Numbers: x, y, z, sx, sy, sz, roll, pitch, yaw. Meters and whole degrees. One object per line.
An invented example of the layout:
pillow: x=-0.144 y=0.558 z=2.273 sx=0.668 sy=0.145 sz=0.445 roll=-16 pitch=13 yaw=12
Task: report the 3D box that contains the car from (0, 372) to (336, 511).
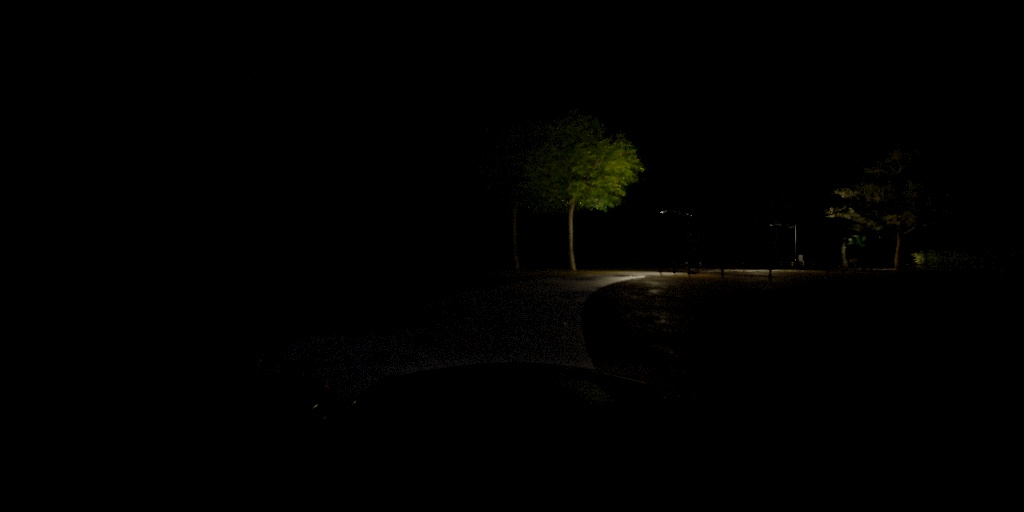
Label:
car: x=-2.377 y=1.287 z=1.286 sx=1.994 sy=1.385 sz=4.181 roll=1 pitch=0 yaw=1
